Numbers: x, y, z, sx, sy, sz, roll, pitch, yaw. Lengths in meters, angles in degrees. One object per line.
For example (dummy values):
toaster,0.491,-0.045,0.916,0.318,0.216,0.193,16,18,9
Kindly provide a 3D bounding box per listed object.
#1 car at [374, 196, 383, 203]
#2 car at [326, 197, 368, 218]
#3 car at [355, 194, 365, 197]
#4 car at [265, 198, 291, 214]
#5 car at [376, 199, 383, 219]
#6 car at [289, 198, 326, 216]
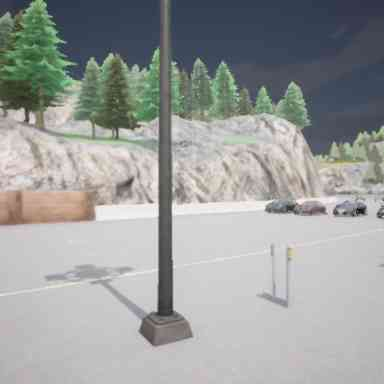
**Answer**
car,37.116,1.516,65.872,1.895,1.301,4.718,0,0,30
car,14.749,1.515,30.892,2.128,1.511,4.902,0,0,44
car,34.927,1.142,69.095,1.882,1.535,5.008,0,0,30
car,9.802,1.395,35.840,2.097,1.767,4.553,0,0,44
car,17.498,1.541,28.695,1.812,1.442,4.674,0,0,44
car,11.751,1.559,32.812,1.812,1.442,4.674,0,0,44
